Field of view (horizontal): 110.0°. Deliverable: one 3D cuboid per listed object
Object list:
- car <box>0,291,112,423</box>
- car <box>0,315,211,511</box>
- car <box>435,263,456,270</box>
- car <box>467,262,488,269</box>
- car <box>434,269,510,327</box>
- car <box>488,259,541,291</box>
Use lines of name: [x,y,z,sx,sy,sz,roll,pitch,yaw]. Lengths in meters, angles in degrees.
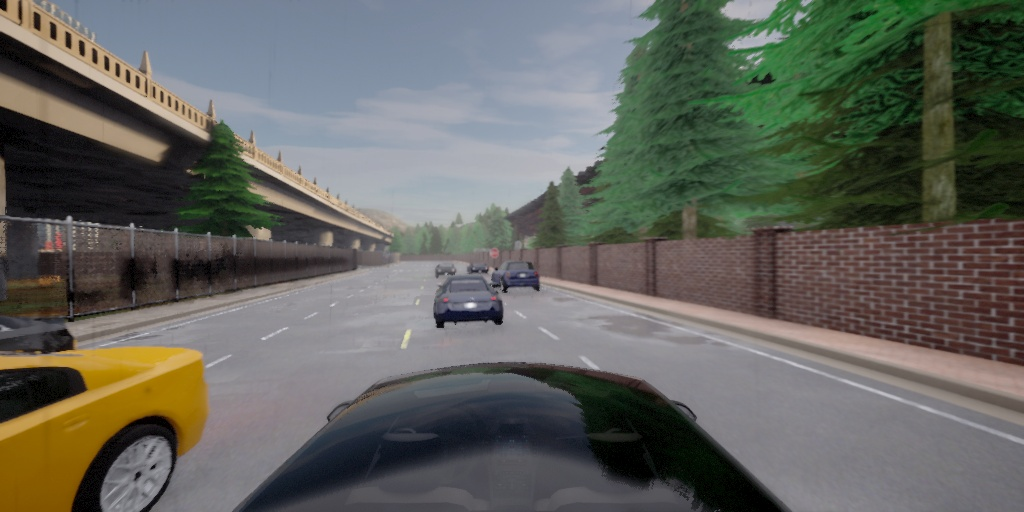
car: [-7.330,1.342,3.300,2.128,1.511,4.902,-1,0,-6]
car: [-3.744,1.282,1.285,1.882,1.535,5.008,-1,0,-2]
car: [-6.458,1.358,34.817,1.895,1.301,4.718,-1,0,-12]
car: [-3.716,1.309,38.617,1.895,1.301,4.718,-1,0,-13]
car: [-1.493,1.310,11.691,1.994,1.385,4.181,-1,0,-11]
car: [0.123,1.051,21.100,2.097,1.767,4.553,-1,0,-12]
